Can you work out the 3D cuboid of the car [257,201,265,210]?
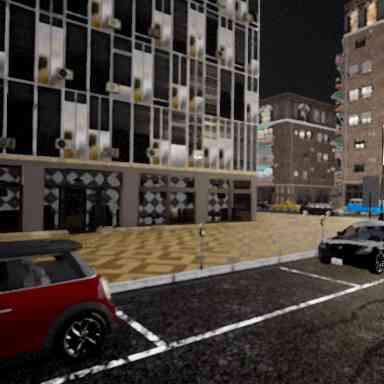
[{"bbox_3d":[10.196,2.042,51.471,1.947,1.339,4.313,1,-1,-35],"label":"car"}]

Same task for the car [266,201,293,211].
[{"bbox_3d":[13.259,1.965,47.049,1.752,1.417,4.829,1,-1,-35],"label":"car"}]

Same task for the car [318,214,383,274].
[{"bbox_3d":[5.917,1.618,10.752,4.313,1.339,1.947,0,1,-35],"label":"car"}]

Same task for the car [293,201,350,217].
[{"bbox_3d":[12.785,1.757,33.018,2.008,1.369,4.403,1,-1,-35],"label":"car"}]

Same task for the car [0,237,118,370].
[{"bbox_3d":[-3.167,1.439,4.288,4.097,1.590,1.967,0,1,-35],"label":"car"}]

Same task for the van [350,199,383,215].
[{"bbox_3d":[19.678,1.702,37.788,1.690,1.788,3.998,1,-1,-35],"label":"van"}]
